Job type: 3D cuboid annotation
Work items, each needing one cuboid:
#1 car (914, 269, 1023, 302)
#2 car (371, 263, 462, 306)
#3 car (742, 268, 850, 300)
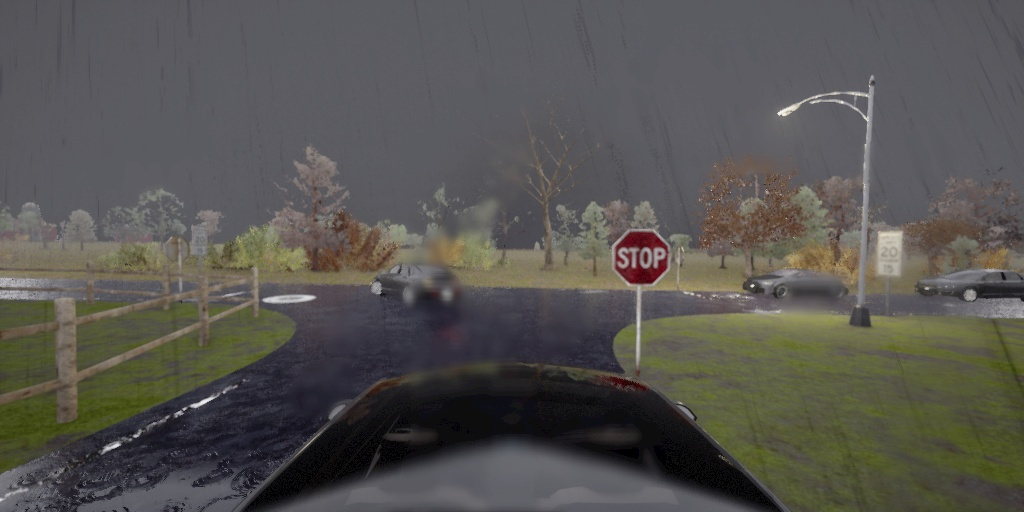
[{"bbox_3d":[22.573,1.399,17.369,4.892,1.490,1.837,1,2,0],"label":"car"},{"bbox_3d":[-3.915,1.009,14.352,1.837,1.490,4.892,2,0,-43],"label":"car"},{"bbox_3d":[13.654,1.300,17.384,4.181,1.385,1.994,1,2,0],"label":"car"}]
